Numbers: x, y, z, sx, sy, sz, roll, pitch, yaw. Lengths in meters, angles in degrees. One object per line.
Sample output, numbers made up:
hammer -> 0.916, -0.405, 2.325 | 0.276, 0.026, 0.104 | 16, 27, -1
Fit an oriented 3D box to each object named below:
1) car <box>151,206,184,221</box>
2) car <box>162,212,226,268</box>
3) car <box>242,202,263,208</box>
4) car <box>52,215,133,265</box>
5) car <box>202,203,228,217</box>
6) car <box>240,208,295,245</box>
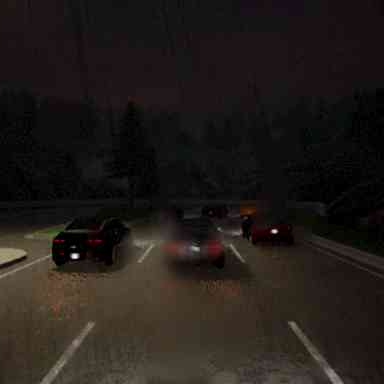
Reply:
car -> -2.068, 1.876, 29.847 | 1.895, 1.301, 4.718 | 0, -1, 13
car -> 0.084, 1.655, 11.668 | 2.033, 1.411, 5.357 | 0, -1, 0
car -> 5.956, 1.776, 32.889 | 1.882, 1.535, 5.008 | 0, -1, 15
car -> -3.416, 1.621, 12.141 | 1.837, 1.490, 4.892 | 0, 0, 0
car -> 2.351, 1.778, 32.895 | 1.882, 1.535, 5.008 | 0, -1, 15
car -> 3.633, 1.714, 16.549 | 1.994, 1.385, 4.181 | 0, -1, 1
